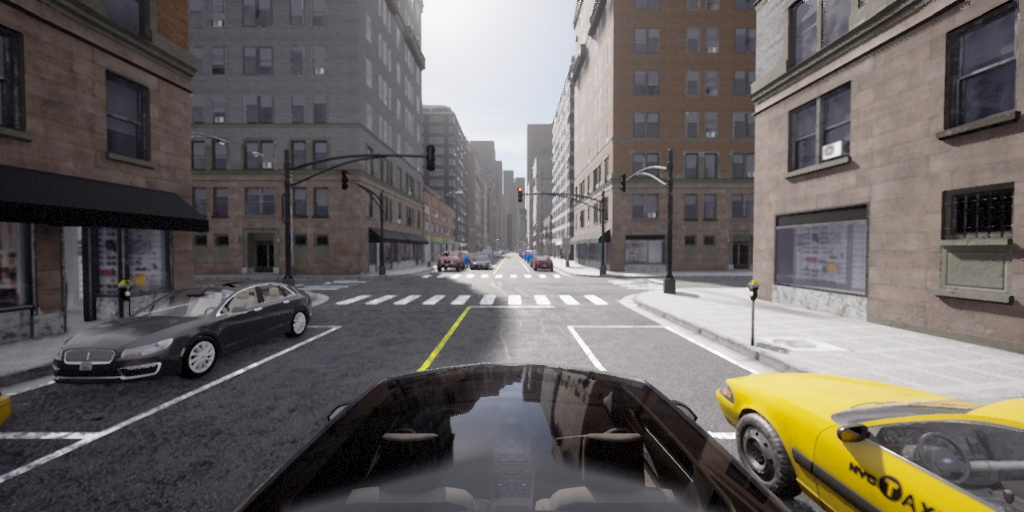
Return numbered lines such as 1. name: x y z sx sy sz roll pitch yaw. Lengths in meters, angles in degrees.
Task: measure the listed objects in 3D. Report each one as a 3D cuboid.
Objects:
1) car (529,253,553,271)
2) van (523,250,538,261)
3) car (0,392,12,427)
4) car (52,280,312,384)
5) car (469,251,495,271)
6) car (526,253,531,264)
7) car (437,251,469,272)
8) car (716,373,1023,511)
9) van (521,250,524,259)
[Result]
1. car: 2.871 0.669 33.723 1.888 1.381 4.507 0 0 0
2. van: 2.877 0.144 50.225 1.690 1.789 3.998 0 0 0
3. car: -5.668 1.280 1.265 1.751 1.417 4.829 0 0 0
4. car: -5.665 1.196 6.959 2.007 1.370 4.403 0 0 0
5. car: -2.986 0.660 34.920 1.837 1.490 4.892 0 3 0
6. car: 2.873 0.583 39.224 1.948 1.339 4.313 0 0 0
7. car: -5.655 0.438 33.728 2.192 1.841 5.009 0 0 0
8. car: 2.858 1.281 1.601 1.751 1.417 4.829 0 0 0
9. van: 2.881 -0.070 61.226 1.690 1.789 3.998 0 0 0
